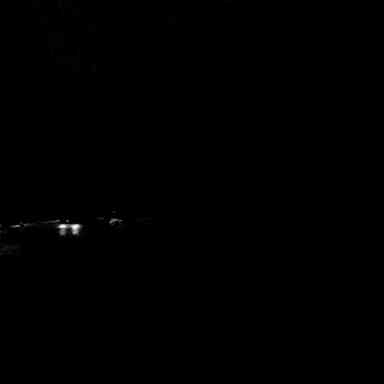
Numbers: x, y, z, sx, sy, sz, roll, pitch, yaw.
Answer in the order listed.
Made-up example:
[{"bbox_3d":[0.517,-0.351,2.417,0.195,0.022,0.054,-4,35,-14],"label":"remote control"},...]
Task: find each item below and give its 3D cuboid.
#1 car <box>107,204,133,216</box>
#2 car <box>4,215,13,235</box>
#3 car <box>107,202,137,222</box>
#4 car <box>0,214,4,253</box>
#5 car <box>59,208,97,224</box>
[{"bbox_3d":[-10.060,2.537,46.674,2.128,1.511,4.902,0,-1,6],"label":"car"},{"bbox_3d":[-12.870,1.965,19.780,1.837,1.490,4.892,0,-2,9],"label":"car"},{"bbox_3d":[-7.430,2.081,35.285,2.150,2.045,5.566,0,-1,5],"label":"car"},{"bbox_3d":[-7.857,1.608,11.098,2.097,1.767,4.553,1,-2,-24],"label":"car"},{"bbox_3d":[-11.309,2.348,33.560,2.033,1.411,5.357,0,-1,5],"label":"car"}]
